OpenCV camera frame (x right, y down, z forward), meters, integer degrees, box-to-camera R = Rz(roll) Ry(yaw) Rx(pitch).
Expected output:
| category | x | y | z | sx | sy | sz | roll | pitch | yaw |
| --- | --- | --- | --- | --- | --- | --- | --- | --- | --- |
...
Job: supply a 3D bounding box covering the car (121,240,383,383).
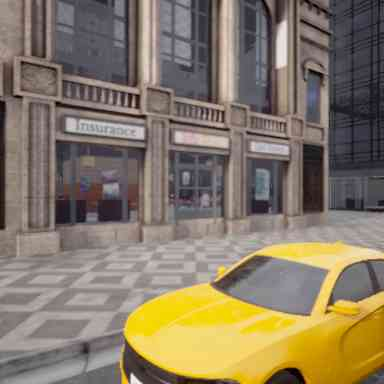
| category | x | y | z | sx | sy | sz | roll | pitch | yaw |
| --- | --- | --- | --- | --- | --- | --- | --- | --- | --- |
| car | 1.537 | 1.482 | 4.467 | 5.008 | 1.535 | 1.882 | 0 | 0 | -35 |
